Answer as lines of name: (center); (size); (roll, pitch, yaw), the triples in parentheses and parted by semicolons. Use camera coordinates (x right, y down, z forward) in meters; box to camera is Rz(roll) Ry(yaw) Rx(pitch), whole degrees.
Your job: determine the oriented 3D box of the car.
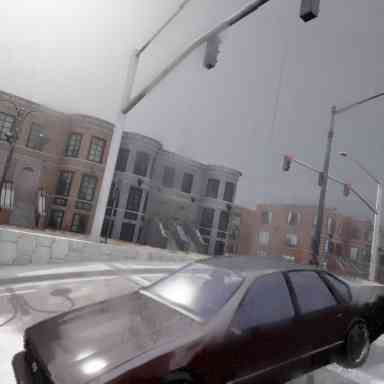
car: (0.685, 1.635, 4.505); (5.357, 1.411, 2.033); (4, -3, -35)
